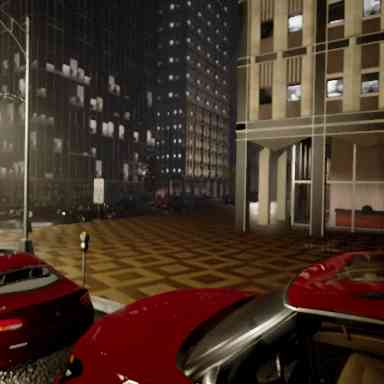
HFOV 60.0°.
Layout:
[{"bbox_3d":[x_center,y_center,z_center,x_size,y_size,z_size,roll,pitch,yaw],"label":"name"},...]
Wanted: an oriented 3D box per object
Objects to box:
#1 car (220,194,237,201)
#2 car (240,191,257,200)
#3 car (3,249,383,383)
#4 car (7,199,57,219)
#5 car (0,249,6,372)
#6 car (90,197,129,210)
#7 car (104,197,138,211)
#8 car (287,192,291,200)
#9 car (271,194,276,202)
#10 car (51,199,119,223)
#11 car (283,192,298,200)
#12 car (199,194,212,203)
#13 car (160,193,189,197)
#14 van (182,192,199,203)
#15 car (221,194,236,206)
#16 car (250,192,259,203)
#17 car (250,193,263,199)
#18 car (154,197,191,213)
[{"bbox_3d":[7.543,1.054,68.166,1.887,1.381,4.507,2,1,30],"label":"car"},{"bbox_3d":[13.241,0.758,77.934,2.192,1.841,5.009,2,1,30],"label":"car"},{"bbox_3d":[1.304,1.315,1.922,5.009,1.841,2.192,0,1,36],"label":"car"},{"bbox_3d":[-12.877,1.336,27.979,1.837,1.490,4.892,1,1,30],"label":"car"},{"bbox_3d":[-3.272,1.575,5.194,4.206,1.307,1.802,0,1,36],"label":"car"},{"bbox_3d":[-9.536,1.277,38.848,1.947,1.339,4.313,2,1,30],"label":"car"},{"bbox_3d":[-7.877,1.337,36.574,1.994,1.385,4.181,1,1,30],"label":"car"},{"bbox_3d":[20.546,1.204,73.842,1.802,1.307,4.206,2,1,30],"label":"car"},{"bbox_3d":[14.859,1.129,64.074,1.967,1.590,4.097,2,1,30],"label":"car"},{"bbox_3d":[-7.898,1.522,25.014,1.947,1.339,4.313,2,1,30],"label":"car"},{"bbox_3d":[23.395,0.903,78.720,2.192,1.841,5.009,2,1,30],"label":"car"},{"bbox_3d":[1.852,1.017,58.391,1.967,1.590,4.097,2,1,30],"label":"car"},{"bbox_3d":[-2.769,1.239,45.320,1.812,1.442,4.674,1,1,31],"label":"car"},{"bbox_3d":[-0.992,0.951,53.503,1.690,1.788,3.998,2,1,30],"label":"van"},{"bbox_3d":[6.326,1.229,49.426,1.967,1.590,4.097,2,1,30],"label":"car"},{"bbox_3d":[12.099,1.246,59.340,1.752,1.417,4.829,2,1,30],"label":"car"},{"bbox_3d":[16.082,0.960,82.825,2.008,1.369,4.403,2,1,30],"label":"car"},{"bbox_3d":[-2.210,1.472,34.780,1.802,1.307,4.206,2,1,30],"label":"car"}]
